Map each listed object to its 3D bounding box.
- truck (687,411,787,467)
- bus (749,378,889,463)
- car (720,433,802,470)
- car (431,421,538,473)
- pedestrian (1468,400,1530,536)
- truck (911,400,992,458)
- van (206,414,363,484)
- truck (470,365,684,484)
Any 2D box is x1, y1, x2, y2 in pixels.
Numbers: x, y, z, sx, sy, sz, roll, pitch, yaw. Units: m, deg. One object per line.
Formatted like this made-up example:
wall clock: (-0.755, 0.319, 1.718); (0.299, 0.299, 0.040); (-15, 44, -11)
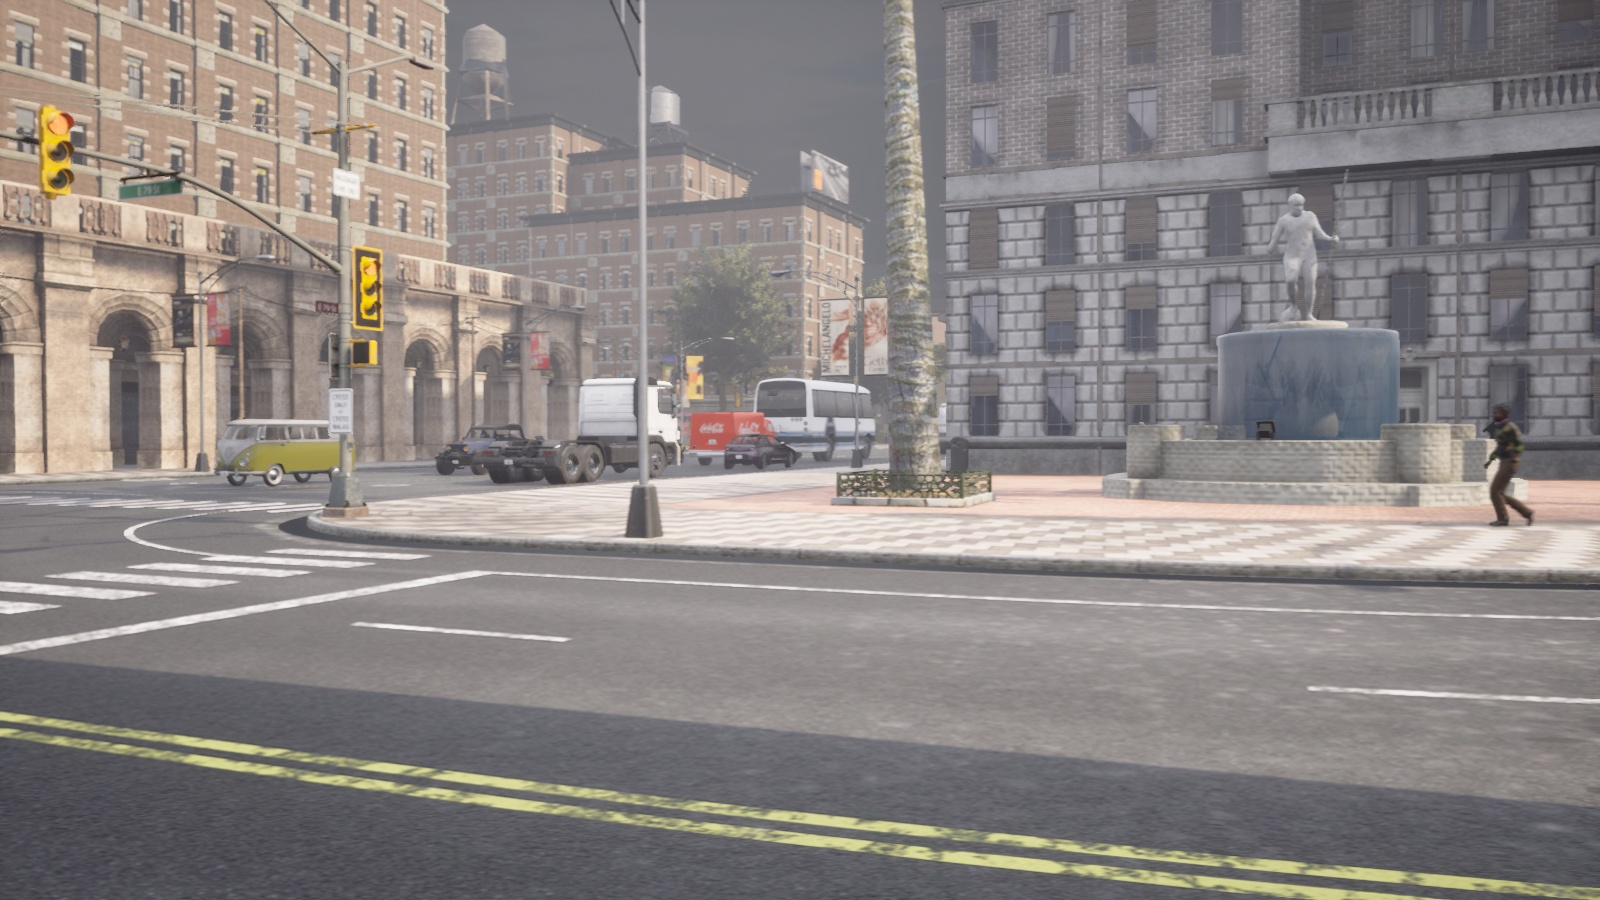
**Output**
truck: (-2.889, -0.551, 58.656); (2.627, 2.467, 5.204); (1, 1, 24)
bus: (1.248, -1.573, 68.267); (3.944, 4.253, 10.273); (1, 1, 23)
car: (-1.607, 0.038, 52.876); (1.816, 1.474, 4.193); (1, 1, 24)
car: (-11.776, -0.134, 47.123); (1.905, 1.878, 3.866); (1, 1, 24)
pedestrian: (10.071, 0.251, 18.098); (0.692, 1.930, 0.395); (0, 1, 16)
truck: (9.620, -1.307, 78.914); (2.891, 3.462, 7.936); (1, 1, 23)
van: (-15.640, -0.061, 38.366); (1.775, 1.987, 4.442); (1, 1, 24)
truck: (-6.965, -0.796, 40.727); (2.891, 3.462, 7.936); (1, 1, 24)
